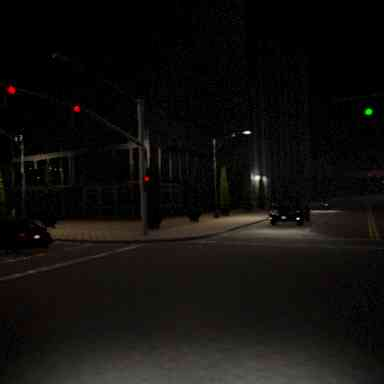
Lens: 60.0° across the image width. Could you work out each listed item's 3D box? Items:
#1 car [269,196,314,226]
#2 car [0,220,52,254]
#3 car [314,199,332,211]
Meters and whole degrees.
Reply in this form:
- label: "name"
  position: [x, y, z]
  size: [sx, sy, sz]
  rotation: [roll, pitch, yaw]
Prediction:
- label: "car"
  position: [7.372, 1.338, 24.777]
  size: [2.150, 2.045, 5.566]
  rotation: [-2, -1, 27]
- label: "car"
  position: [-8.633, 2.029, 15.647]
  size: [4.181, 1.385, 1.994]
  rotation: [-2, -1, 27]
- label: "car"
  position: [16.620, 1.578, 42.524]
  size: [1.812, 1.442, 4.674]
  rotation: [-2, -1, 27]
